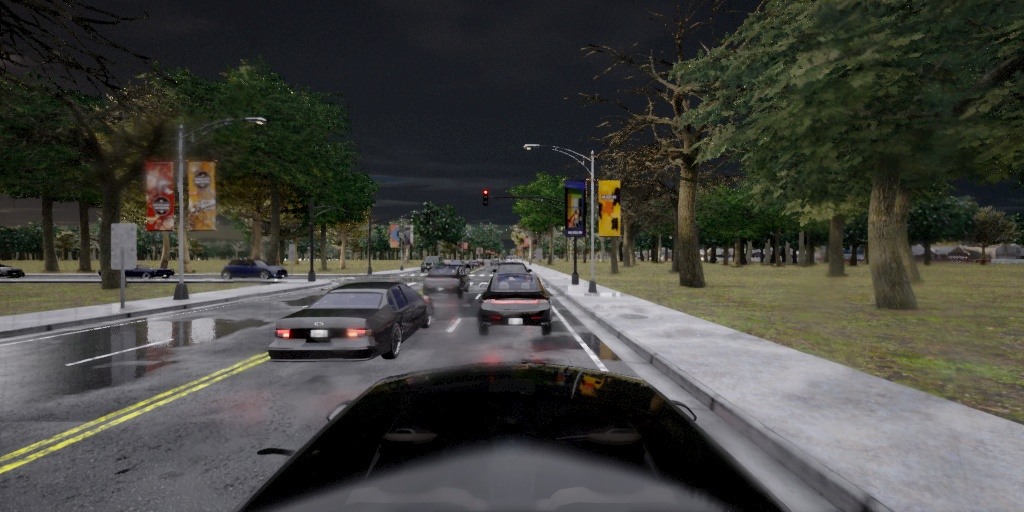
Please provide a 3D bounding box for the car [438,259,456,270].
[{"bbox_3d":[-9.983,1.253,55.437,1.882,1.535,5.008,0,0,0],"label":"car"}]

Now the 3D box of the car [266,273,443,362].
[{"bbox_3d":[-3.157,1.298,8.300,2.033,1.411,5.357,0,0,-1],"label":"car"}]

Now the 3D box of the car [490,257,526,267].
[{"bbox_3d":[0.017,1.106,19.387,2.097,1.767,4.553,0,0,0],"label":"car"}]

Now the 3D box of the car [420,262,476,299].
[{"bbox_3d":[-3.182,1.245,18.046,2.128,1.511,4.902,0,0,-2],"label":"car"}]

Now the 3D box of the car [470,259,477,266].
[{"bbox_3d":[-6.730,1.374,53.254,1.895,1.301,4.718,0,0,0],"label":"car"}]

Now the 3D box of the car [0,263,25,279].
[{"bbox_3d":[-43.811,1.217,29.823,4.892,1.490,1.837,0,0,0],"label":"car"}]

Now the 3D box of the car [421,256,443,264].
[{"bbox_3d":[-9.950,0.988,45.452,2.150,2.045,5.566,0,0,0],"label":"car"}]

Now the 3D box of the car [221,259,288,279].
[{"bbox_3d":[-21.318,1.088,29.872,4.553,1.767,2.097,0,0,-1],"label":"car"}]

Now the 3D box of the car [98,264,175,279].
[{"bbox_3d":[-31.093,1.324,29.835,4.718,1.301,1.895,0,0,0],"label":"car"}]

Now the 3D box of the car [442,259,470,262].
[{"bbox_3d":[-6.709,1.313,43.666,2.033,1.411,5.357,0,0,0],"label":"car"}]

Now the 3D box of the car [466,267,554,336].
[{"bbox_3d":[0.079,1.243,10.413,2.128,1.511,4.902,0,0,0],"label":"car"}]

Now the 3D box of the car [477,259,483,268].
[{"bbox_3d":[-6.725,1.349,63.266,1.994,1.385,4.181,0,0,1],"label":"car"}]
